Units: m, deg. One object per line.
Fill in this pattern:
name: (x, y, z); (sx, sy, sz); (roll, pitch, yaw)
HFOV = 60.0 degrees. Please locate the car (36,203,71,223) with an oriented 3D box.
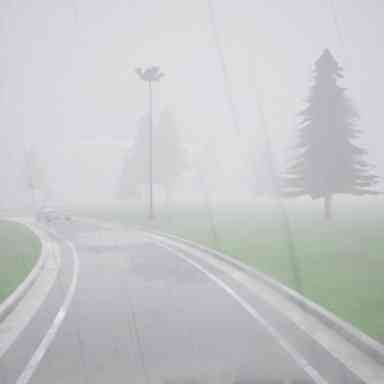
car: (-11.303, 1.651, 27.136); (1.812, 1.442, 4.674); (0, 0, -38)
